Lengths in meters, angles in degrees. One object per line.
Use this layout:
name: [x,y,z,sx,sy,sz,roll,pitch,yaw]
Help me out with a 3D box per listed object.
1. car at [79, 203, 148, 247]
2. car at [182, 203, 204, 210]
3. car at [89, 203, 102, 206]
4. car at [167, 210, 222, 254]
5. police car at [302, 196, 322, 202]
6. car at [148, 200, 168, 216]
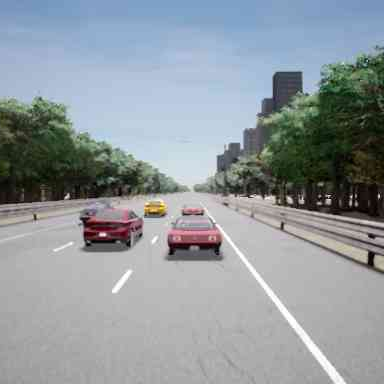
car: [-3.414,1.480,15.194,1.882,1.535,5.008,0,0,0]
car: [0.074,1.599,29.095,1.895,1.301,4.718,0,0,0]
car: [-6.923,1.548,25.288,2.033,1.411,5.357,0,0,0]
car: [0.088,1.603,13.449,1.895,1.301,4.718,0,0,0]
police car: [28.732,1.703,79.378,4.974,1.542,2.038,1,1,45]
car: [-3.428,1.472,32.222,1.882,1.535,5.008,0,0,0]
